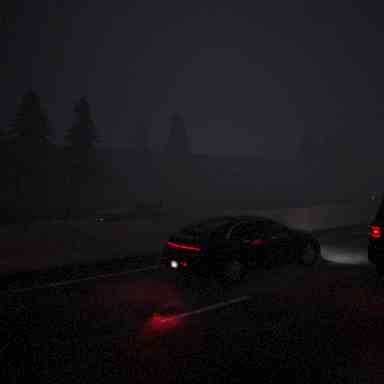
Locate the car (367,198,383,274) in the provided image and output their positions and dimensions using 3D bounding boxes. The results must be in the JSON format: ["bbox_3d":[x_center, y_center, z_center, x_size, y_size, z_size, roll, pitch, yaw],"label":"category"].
[{"bbox_3d":[6.714,1.035,8.539,5.566,2.045,2.150,-1,1,-36],"label":"car"}]

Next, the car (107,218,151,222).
[{"bbox_3d":[-3.994,1.424,22.641,4.718,1.301,1.895,-1,1,-35],"label":"car"}]

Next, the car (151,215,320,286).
[{"bbox_3d":[1.540,1.388,9.146,4.892,1.490,1.837,-1,1,-36],"label":"car"}]

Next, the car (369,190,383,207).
[{"bbox_3d":[21.706,0.649,36.703,4.553,1.767,2.097,-1,1,-36],"label":"car"}]
